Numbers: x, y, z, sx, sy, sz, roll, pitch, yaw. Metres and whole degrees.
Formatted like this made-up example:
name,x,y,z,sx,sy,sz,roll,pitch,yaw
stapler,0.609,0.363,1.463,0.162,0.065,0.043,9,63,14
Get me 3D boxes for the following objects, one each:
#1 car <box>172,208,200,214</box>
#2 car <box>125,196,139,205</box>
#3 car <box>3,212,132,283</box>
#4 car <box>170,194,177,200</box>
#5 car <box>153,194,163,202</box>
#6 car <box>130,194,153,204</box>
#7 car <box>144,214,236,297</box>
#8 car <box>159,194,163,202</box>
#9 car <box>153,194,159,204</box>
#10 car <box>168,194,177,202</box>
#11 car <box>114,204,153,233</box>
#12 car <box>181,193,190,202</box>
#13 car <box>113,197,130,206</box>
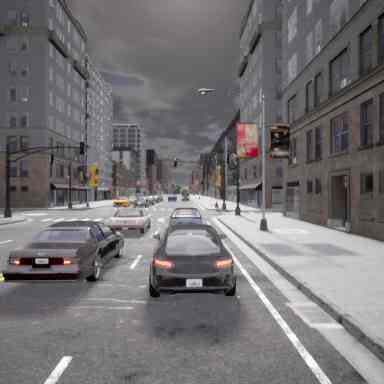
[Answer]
name,x,y,z,sx,sy,sz,roll,pitch,yaw
car,-0.325,1.553,18.067,2.033,1.411,5.357,0,0,-1
car,-10.982,1.554,60.772,1.812,1.442,4.674,0,0,-1
car,-3.308,1.550,9.726,2.033,1.411,5.357,0,0,-1
car,-5.015,1.400,90.756,1.837,1.490,4.892,0,0,-1
car,-8.043,1.373,79.530,2.097,1.767,4.553,0,0,-1
car,-7.553,1.515,50.076,2.128,1.511,4.902,0,0,-1
car,-0.035,1.528,8.480,1.812,1.442,4.674,0,0,-2
car,-7.841,1.555,69.299,2.128,1.511,4.902,0,0,-1
car,-7.719,1.519,59.429,2.128,1.511,4.902,0,0,-1
car,-4.808,1.505,80.338,1.882,1.535,5.008,0,0,-1
car,-3.504,1.607,19.485,1.895,1.301,4.718,0,0,-1
car,-1.567,1.623,80.849,1.895,1.301,4.718,0,0,-1
car,-10.835,1.502,51.550,1.882,1.535,5.008,0,0,-1
